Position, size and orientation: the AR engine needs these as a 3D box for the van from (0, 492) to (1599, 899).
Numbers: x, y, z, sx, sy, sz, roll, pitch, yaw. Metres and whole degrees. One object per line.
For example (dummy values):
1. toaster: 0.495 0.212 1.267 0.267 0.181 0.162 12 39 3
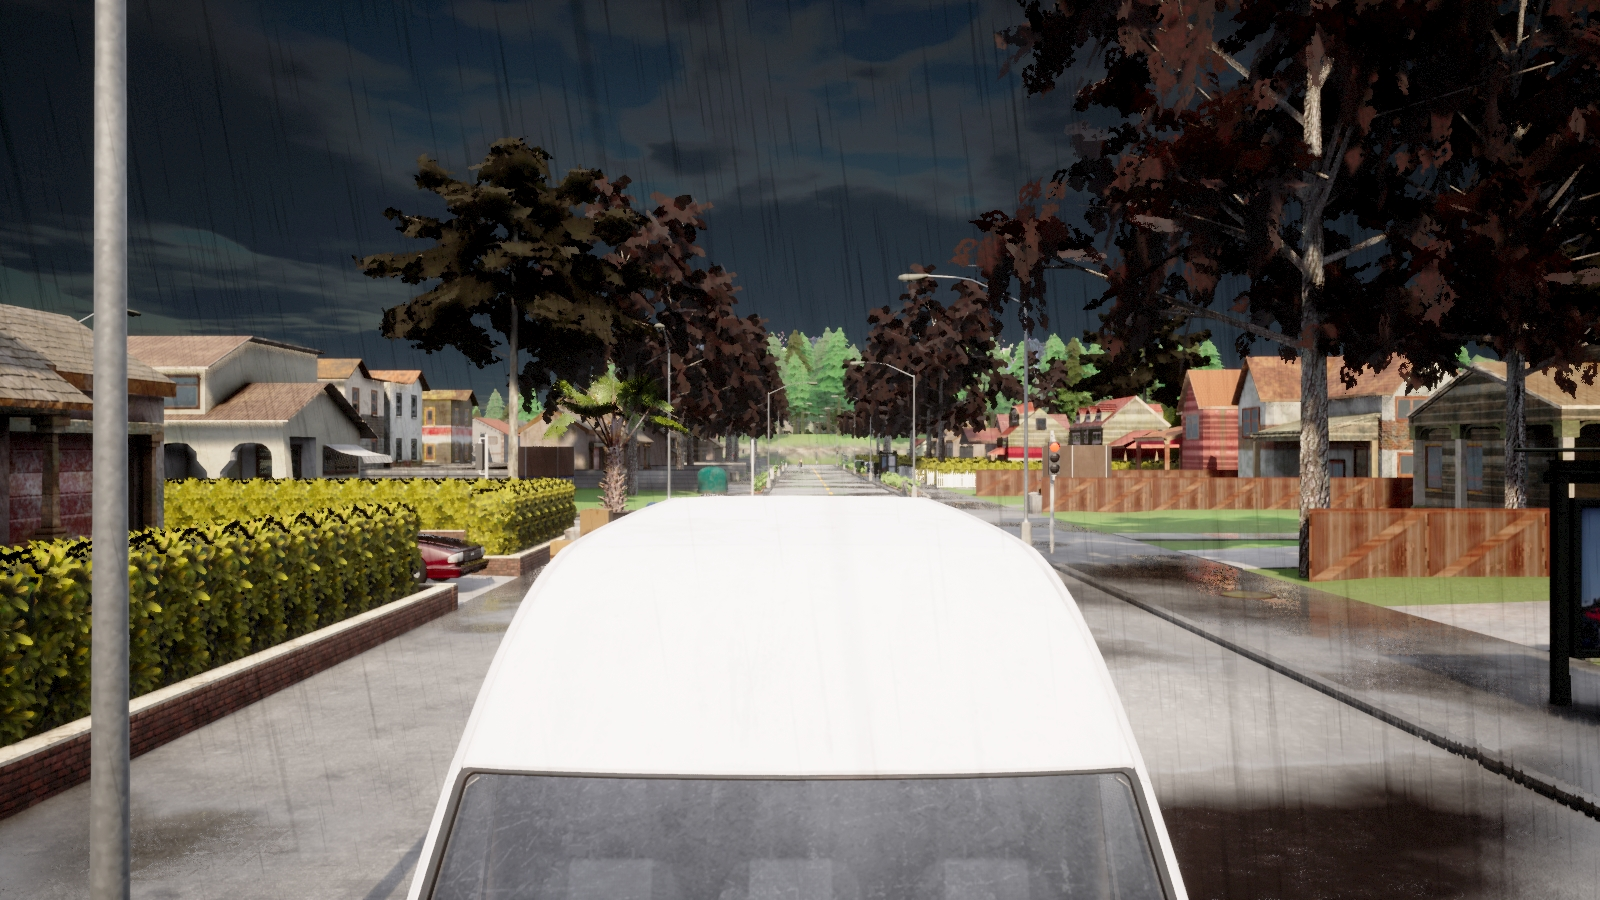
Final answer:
1. van: 0.002 1.537 4.030 1.988 2.561 5.915 0 0 0
